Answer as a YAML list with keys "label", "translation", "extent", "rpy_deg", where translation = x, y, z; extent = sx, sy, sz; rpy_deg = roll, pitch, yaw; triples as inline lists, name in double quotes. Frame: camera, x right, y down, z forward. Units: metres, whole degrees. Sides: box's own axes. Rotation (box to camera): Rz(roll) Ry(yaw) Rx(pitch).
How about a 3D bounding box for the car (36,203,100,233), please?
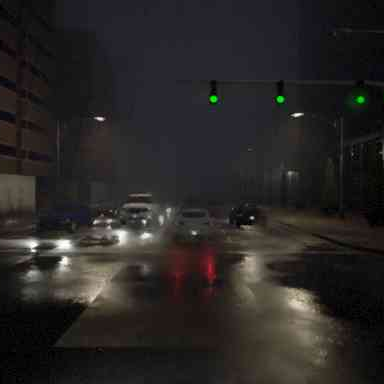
- label: "car"
  translation: [-7.126, 1.409, 19.218]
  extent: [1.882, 1.535, 5.008]
  rpy_deg: [0, 0, 1]

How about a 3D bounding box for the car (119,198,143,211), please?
- label: "car"
  translation: [-7.047, 1.418, 38.939]
  extent: [1.994, 1.385, 4.181]
  rpy_deg: [0, 0, 1]

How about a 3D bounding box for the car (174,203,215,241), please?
- label: "car"
  translation: [0.096, 1.495, 16.327]
  extent: [1.812, 1.442, 4.674]
  rpy_deg: [0, 0, 0]

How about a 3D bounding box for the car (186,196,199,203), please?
- label: "car"
  translation: [0.085, 1.305, 51.636]
  extent: [1.882, 1.535, 5.008]
  rpy_deg: [0, 0, 0]

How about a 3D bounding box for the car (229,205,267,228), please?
- label: "car"
  translation: [3.594, 1.521, 21.912]
  extent: [1.994, 1.385, 4.181]
  rpy_deg: [0, 0, 0]

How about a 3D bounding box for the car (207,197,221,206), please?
- label: "car"
  translation: [3.486, 1.402, 51.867]
  extent: [1.994, 1.385, 4.181]
  rpy_deg: [0, 0, 0]

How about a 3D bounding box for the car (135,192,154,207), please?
- label: "car"
  translation: [-7.015, 1.033, 49.628]
  extent: [2.150, 2.045, 5.566]
  rpy_deg: [0, 0, 0]

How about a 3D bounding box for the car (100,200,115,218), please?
- label: "car"
  translation: [-7.094, 1.441, 28.983]
  extent: [2.033, 1.411, 5.357]
  rpy_deg: [0, 0, 0]

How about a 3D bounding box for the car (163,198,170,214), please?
- label: "car"
  translation: [-3.580, 1.364, 33.708]
  extent: [1.882, 1.535, 5.008]
  rpy_deg: [0, 0, 0]

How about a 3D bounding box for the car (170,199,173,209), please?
- label: "car"
  translation: [-3.514, 1.412, 43.545]
  extent: [1.994, 1.385, 4.181]
  rpy_deg: [0, 0, 0]

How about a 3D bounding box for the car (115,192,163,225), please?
- label: "car"
  translation: [-3.592, 1.148, 23.704]
  extent: [2.150, 2.045, 5.566]
  rpy_deg: [0, 0, 0]
